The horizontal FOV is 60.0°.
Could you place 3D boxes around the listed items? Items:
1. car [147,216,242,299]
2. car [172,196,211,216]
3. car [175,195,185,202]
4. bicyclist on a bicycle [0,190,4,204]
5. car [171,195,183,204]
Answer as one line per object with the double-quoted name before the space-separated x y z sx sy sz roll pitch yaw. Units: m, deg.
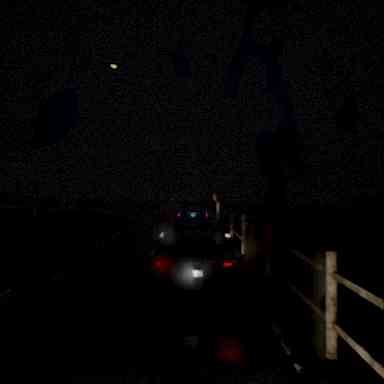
"car" 0.078 1.547 8.439 1.994 1.385 4.181 0 0 1
"car" 0.015 1.327 20.875 2.097 1.767 4.553 0 0 -1
"car" -2.756 1.508 77.465 2.128 1.511 4.902 0 0 0
"bicyclist on a bicycle" -22.621 0.620 39.248 0.582 1.620 1.656 2 0 0
"car" -2.796 1.325 61.793 2.097 1.767 4.553 0 0 1
